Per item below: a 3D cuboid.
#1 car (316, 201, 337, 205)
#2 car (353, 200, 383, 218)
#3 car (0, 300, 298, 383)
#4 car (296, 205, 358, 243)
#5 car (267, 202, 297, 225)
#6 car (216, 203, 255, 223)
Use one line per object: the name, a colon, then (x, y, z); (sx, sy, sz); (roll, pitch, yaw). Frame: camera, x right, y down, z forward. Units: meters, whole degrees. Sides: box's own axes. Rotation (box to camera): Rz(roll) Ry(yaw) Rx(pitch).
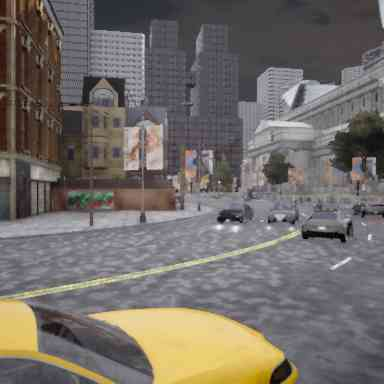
car: (12.458, 1.546, 30.803); (2.033, 1.411, 5.357); (0, 0, 13)
car: (15.871, 1.481, 30.029); (2.128, 1.511, 4.902); (0, 0, 13)
car: (-1.491, 1.453, 2.217); (5.366, 1.575, 1.801); (0, 0, -36)
car: (6.758, 1.564, 16.408); (1.994, 1.385, 4.181); (0, 0, 31)
car: (6.717, 1.505, 24.196); (2.128, 1.511, 4.902); (0, 0, 22)
car: (3.477, 1.584, 25.520); (2.033, 1.411, 5.357); (0, 0, 22)
